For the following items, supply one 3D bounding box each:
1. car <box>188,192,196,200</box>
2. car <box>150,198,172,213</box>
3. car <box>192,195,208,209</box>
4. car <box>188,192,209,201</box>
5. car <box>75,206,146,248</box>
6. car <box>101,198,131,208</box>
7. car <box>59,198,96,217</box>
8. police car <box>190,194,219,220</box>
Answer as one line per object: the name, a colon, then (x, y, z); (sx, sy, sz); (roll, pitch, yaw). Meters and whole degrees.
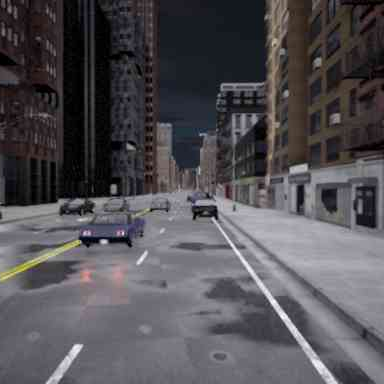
car: (-0.005, 0.847, 70.708); (1.837, 1.490, 4.892); (0, 0, 0)
car: (-3.152, 1.300, 33.944); (2.033, 1.411, 5.357); (0, 0, 0)
car: (0.972, 1.177, 41.658); (1.882, 1.535, 5.008); (0, 0, 0)
car: (0.973, 0.965, 35.685); (2.150, 2.045, 5.566); (0, 0, 0)
car: (-3.152, 1.494, 14.176); (1.895, 1.301, 4.718); (0, 0, 0)
car: (-6.596, 1.291, 29.178); (1.837, 1.490, 4.892); (0, 0, 0)
car: (-9.845, 1.265, 28.831); (1.882, 1.535, 5.008); (0, 0, 0)
police car: (0.973, 1.235, 25.767); (1.930, 1.638, 5.238); (0, 0, 0)
